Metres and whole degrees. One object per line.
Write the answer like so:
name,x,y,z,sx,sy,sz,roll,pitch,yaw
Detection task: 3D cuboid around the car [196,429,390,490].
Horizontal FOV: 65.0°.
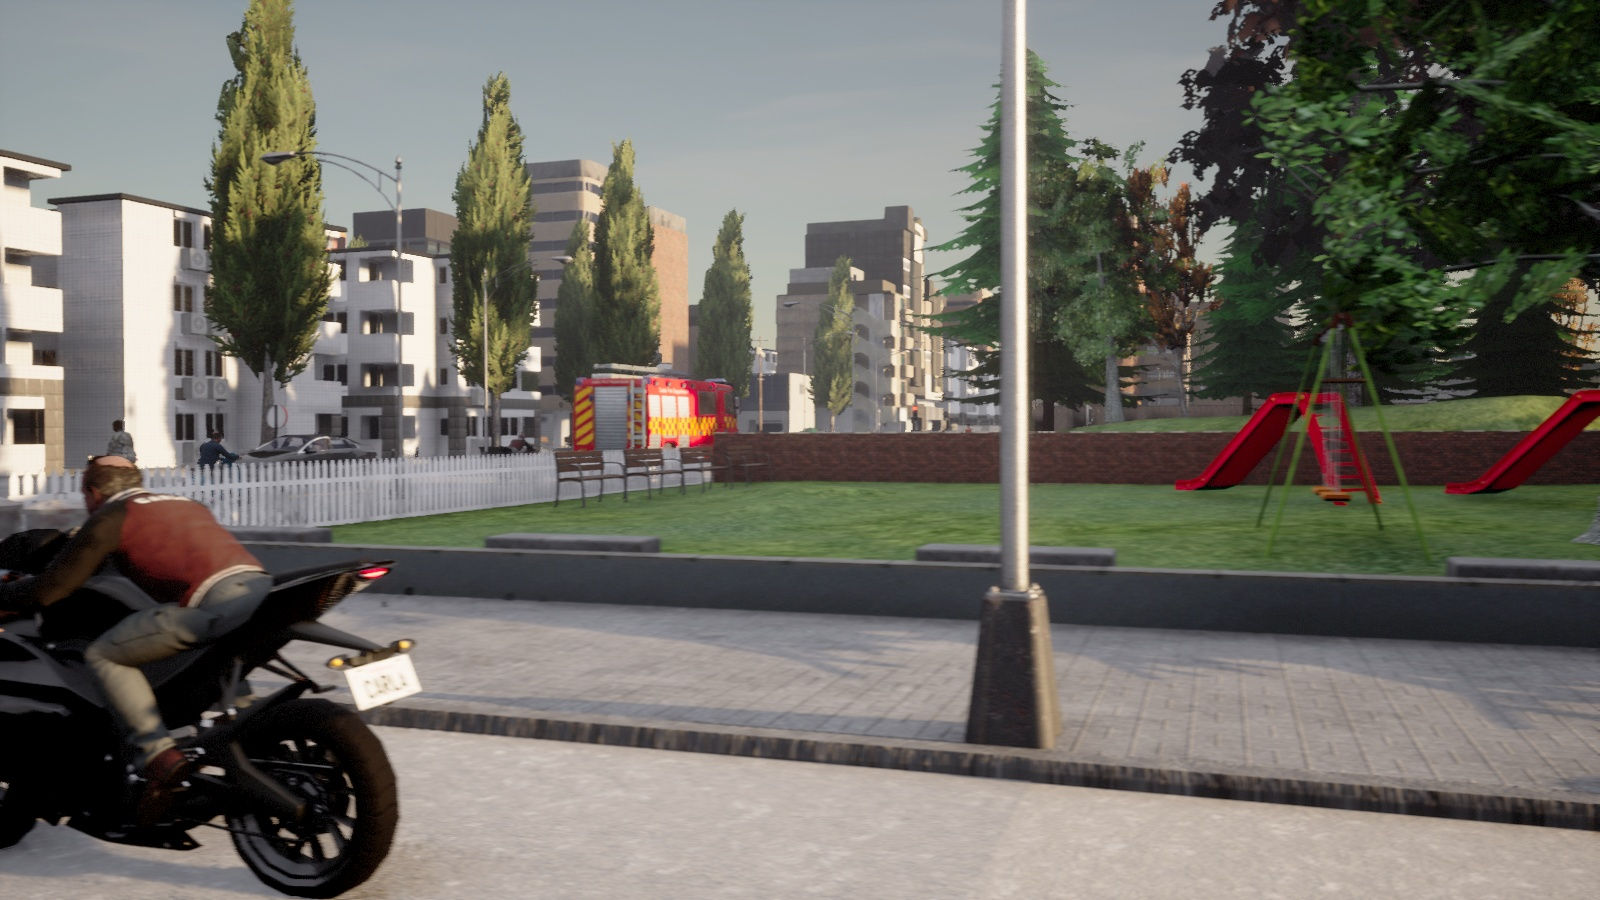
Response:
car,-13.414,0.194,33.602,2.128,1.511,4.902,1,1,19

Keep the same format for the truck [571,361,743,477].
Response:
truck,-4.992,-1.093,45.964,2.891,3.827,8.468,1,1,19

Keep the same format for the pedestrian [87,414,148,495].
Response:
pedestrian,-15.757,0.093,29.017,0.900,1.855,0.874,0,1,5

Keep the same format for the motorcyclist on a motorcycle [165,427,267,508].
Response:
motorcyclist on a motorcycle,-11.888,0.325,25.609,0.866,1.590,1.817,1,1,18

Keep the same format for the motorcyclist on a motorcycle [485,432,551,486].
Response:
motorcyclist on a motorcycle,-8.183,0.245,36.577,0.866,1.530,2.191,1,1,19

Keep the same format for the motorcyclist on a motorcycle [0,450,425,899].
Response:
motorcyclist on a motorcycle,-2.566,0.778,4.585,2.191,1.530,0.866,1,1,19
